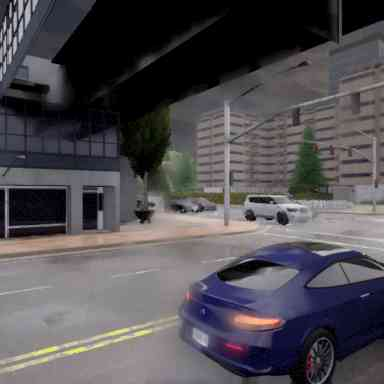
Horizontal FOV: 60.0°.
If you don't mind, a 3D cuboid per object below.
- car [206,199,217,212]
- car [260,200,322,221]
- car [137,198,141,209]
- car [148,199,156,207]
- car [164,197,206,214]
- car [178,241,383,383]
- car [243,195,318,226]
[{"bbox_3d":[0.853,1.351,37.981,2.097,1.767,4.553,0,0,-36],"label":"car"},{"bbox_3d":[8.157,1.504,27.923,1.837,1.490,4.892,0,0,-36],"label":"car"},{"bbox_3d":[-8.820,1.505,45.414,1.837,1.490,4.892,0,0,-36],"label":"car"},{"bbox_3d":[-7.047,1.564,48.939,1.994,1.385,4.181,0,0,-36],"label":"car"},{"bbox_3d":[-1.102,1.491,34.707,2.128,1.511,4.902,0,0,-36],"label":"car"},{"bbox_3d":[1.980,1.526,5.210,4.674,1.442,1.812,0,0,-35],"label":"car"},{"bbox_3d":[6.040,1.223,24.259,2.150,2.045,5.566,0,0,-30],"label":"car"}]
